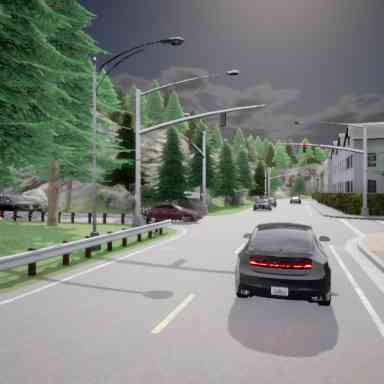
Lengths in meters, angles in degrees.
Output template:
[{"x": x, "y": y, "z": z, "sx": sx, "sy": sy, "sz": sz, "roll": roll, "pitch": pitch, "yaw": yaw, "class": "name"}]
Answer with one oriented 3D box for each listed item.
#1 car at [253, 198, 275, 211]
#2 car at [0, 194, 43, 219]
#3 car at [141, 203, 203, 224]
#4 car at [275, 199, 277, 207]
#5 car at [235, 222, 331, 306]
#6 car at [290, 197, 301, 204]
[{"x": 8.786, "y": 1.564, "z": 41.075, "sx": 1.994, "sy": 1.385, "sz": 4.181, "roll": 0, "pitch": 0, "yaw": 18, "class": "car"}, {"x": -15.885, "y": 1.238, "z": 29.210, "sx": 5.566, "sy": 2.045, "sz": 2.150, "roll": 0, "pitch": 0, "yaw": 17, "class": "car"}, {"x": -1.488, "y": 1.535, "z": 24.768, "sx": 4.674, "sy": 1.442, "sz": 1.812, "roll": 0, "pitch": 0, "yaw": 17, "class": "car"}, {"x": 11.814, "y": 1.564, "z": 50.606, "sx": 1.994, "sy": 1.385, "sz": 4.181, "roll": 0, "pitch": 0, "yaw": 18, "class": "car"}, {"x": 2.269, "y": 1.505, "z": 8.188, "sx": 1.837, "sy": 1.490, "sz": 4.892, "roll": 0, "pitch": 0, "yaw": 17, "class": "car"}, {"x": 19.446, "y": 1.564, "z": 62.498, "sx": 1.994, "sy": 1.385, "sz": 4.181, "roll": 0, "pitch": 0, "yaw": 18, "class": "car"}]
